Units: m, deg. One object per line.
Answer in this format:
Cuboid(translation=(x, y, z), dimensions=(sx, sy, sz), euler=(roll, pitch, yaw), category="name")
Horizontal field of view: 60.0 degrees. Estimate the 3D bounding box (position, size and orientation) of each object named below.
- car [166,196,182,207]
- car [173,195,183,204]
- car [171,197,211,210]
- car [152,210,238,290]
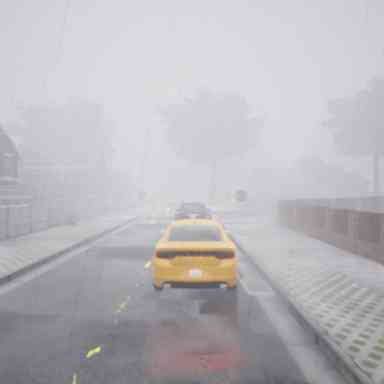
Cuboid(translation=(-2.832, 1.535, 50.162), dimensions=(1.812, 1.442, 4.674), euler=(0, 0, 0), category="car")
Cuboid(translation=(-2.753, 1.486, 66.267), dimensions=(1.882, 1.535, 5.008), euler=(0, 0, 0), category="car")
Cuboid(translation=(0.068, 1.357, 19.871), dimensions=(2.097, 1.767, 4.553), euler=(0, 0, 0), category="car")
Cuboid(translation=(0.087, 1.480, 9.113), dimensions=(1.882, 1.535, 5.008), euler=(0, 0, 0), category="car")
